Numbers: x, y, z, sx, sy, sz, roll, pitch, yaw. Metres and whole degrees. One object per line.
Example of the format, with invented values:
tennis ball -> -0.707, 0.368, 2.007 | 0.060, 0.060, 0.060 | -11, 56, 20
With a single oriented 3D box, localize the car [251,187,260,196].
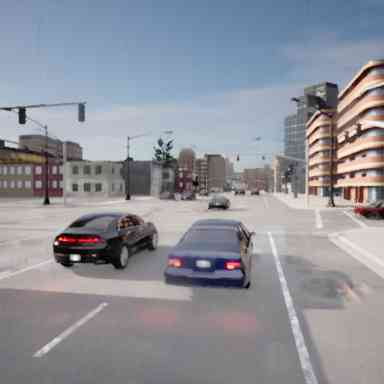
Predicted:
car -> 14.341, 0.096, 75.531 | 2.128, 1.511, 4.902 | 0, 2, 11

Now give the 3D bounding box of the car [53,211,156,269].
car -> -2.509, 1.391, 10.802 | 1.837, 1.490, 4.892 | 0, 1, 11

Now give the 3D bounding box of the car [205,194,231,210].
car -> 2.990, 1.145, 35.752 | 1.994, 1.385, 4.181 | 0, 1, 12

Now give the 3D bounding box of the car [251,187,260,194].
car -> 16.344, -0.426, 85.730 | 2.097, 1.767, 4.553 | 0, 1, 11

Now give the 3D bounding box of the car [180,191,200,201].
car -> -0.599, 0.706, 54.313 | 2.128, 1.511, 4.902 | 0, 1, 11

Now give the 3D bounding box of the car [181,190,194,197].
car -> -0.884, 0.363, 70.650 | 1.895, 1.301, 4.718 | 0, 2, 11

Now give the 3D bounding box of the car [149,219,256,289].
car -> 0.708, 1.452, 9.059 | 2.033, 1.411, 5.357 | 0, 1, 11

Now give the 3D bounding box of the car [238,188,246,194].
car -> 12.916, -0.265, 86.437 | 1.812, 1.442, 4.674 | 0, 1, 11

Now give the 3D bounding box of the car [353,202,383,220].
car -> 14.455, 1.351, 24.096 | 4.718, 1.301, 1.895 | 0, 1, 12

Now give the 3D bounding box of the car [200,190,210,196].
car -> 2.586, 0.270, 70.159 | 1.837, 1.490, 4.892 | 0, 2, 11

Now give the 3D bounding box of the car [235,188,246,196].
car -> 10.981, -0.088, 76.580 | 2.097, 1.767, 4.553 | 0, 2, 11

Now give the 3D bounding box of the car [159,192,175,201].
car -> -4.060, 0.716, 54.848 | 1.837, 1.490, 4.892 | 0, 1, 11
